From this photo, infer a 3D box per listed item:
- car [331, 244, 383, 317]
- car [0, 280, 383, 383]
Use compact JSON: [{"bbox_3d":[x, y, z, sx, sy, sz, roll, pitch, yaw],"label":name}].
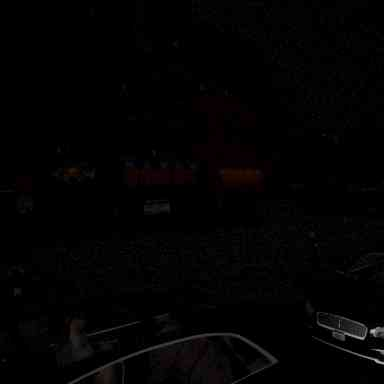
[{"bbox_3d":[3.595,1.548,5.408,4.403,1.369,2.008,0,-2,-36],"label":"car"},{"bbox_3d":[-0.837,1.550,2.238,4.403,1.369,2.008,0,-2,-36],"label":"car"}]
